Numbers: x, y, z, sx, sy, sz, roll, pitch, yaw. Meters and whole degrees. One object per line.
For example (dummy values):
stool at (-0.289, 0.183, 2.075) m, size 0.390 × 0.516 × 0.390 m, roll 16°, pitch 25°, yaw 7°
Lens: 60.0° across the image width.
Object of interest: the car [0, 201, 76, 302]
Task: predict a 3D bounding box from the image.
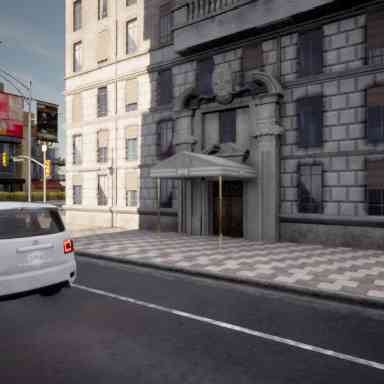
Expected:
car at (-4.924, 1.221, 7.395) m, size 5.566 × 2.045 × 2.150 m, roll 0°, pitch 0°, yaw 35°
